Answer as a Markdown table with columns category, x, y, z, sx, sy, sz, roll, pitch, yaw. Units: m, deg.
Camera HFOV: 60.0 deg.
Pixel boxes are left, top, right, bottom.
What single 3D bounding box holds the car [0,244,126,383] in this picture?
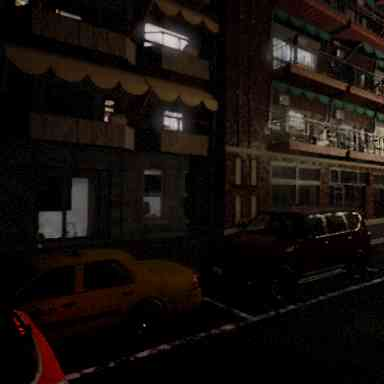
| category | x | y | z | sx | sy | sz | roll | pitch | yaw |
| --- | --- | --- | --- | --- | --- | --- | --- | --- | --- |
| car | -2.838 | 1.351 | 1.355 | 4.553 | 1.767 | 2.097 | 0 | 0 | -36 |

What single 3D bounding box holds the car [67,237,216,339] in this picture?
| category | x | y | z | sx | sy | sz | roll | pitch | yaw |
| --- | --- | --- | --- | --- | --- | --- | --- | --- | --- |
| car | -2.103 | 1.526 | 5.047 | 4.829 | 1.417 | 1.752 | 0 | 1 | -36 |

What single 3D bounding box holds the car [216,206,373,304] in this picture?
| category | x | y | z | sx | sy | sz | roll | pitch | yaw |
| --- | --- | --- | --- | --- | --- | --- | --- | --- | --- |
| car | 2.569 | 1.320 | 8.378 | 5.009 | 1.841 | 2.192 | 0 | 1 | -36 |
